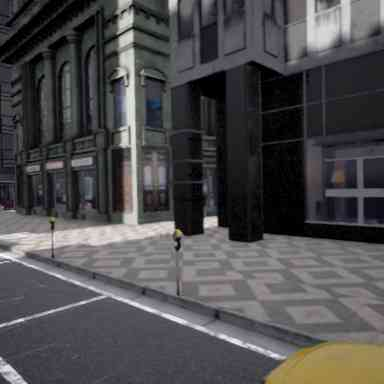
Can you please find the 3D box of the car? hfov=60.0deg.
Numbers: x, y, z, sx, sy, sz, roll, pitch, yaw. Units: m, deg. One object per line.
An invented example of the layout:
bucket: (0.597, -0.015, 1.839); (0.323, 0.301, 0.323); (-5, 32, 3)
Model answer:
car: (2.428, 1.443, 1.364); (4.829, 1.417, 1.752); (-1, 1, 44)
